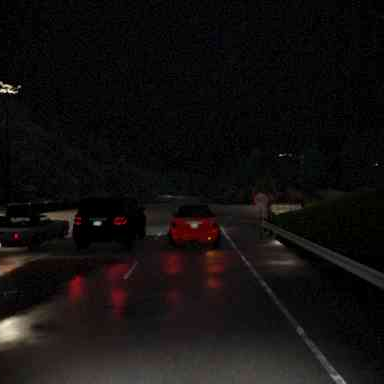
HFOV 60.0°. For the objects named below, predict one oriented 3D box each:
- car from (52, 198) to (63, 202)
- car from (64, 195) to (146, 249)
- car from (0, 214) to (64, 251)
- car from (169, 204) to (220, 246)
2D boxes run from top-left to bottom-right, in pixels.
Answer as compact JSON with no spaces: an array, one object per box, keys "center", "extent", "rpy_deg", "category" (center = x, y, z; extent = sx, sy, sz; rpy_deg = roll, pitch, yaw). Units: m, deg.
[{"center":[-31.498,2.049,78.967],"extent":[1.994,1.385,4.181],"rpy_deg":[0,-2,0],"category":"car"},{"center":[-3.403,1.219,14.655],"extent":[2.150,2.045,5.566],"rpy_deg":[0,0,0],"category":"car"},{"center":[-6.903,1.598,14.135],"extent":[1.895,1.301,4.718],"rpy_deg":[0,0,0],"category":"car"},{"center":[0.139,1.348,15.306],"extent":[2.097,1.767,4.553],"rpy_deg":[0,0,1],"category":"car"}]
